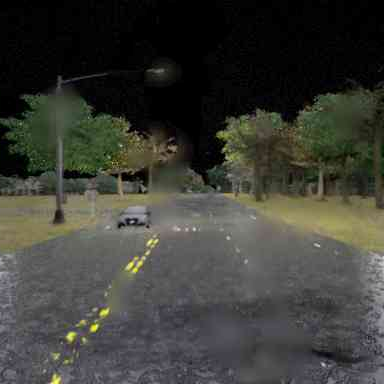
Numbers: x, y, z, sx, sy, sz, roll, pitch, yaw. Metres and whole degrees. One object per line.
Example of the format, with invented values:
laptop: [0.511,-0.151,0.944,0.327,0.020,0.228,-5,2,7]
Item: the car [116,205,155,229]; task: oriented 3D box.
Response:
car: [-3.501,1.543,21.343,1.994,1.385,4.181,0,0,0]
